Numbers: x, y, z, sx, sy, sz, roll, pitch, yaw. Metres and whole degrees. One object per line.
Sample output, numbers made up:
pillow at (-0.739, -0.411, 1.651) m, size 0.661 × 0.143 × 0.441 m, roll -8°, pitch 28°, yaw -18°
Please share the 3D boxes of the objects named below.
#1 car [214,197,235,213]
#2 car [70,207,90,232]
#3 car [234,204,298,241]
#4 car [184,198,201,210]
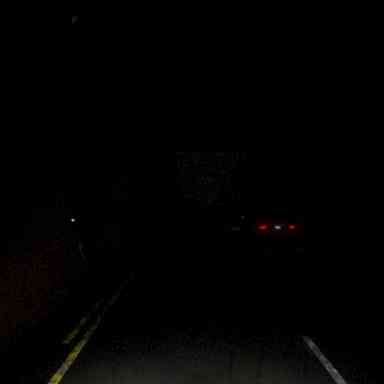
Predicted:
car at (3.607, 1.336, 36.955) m, size 2.097 × 1.767 × 4.553 m, roll 0°, pitch 0°, yaw 0°
car at (-7.097, 1.592, 19.985) m, size 1.895 × 1.301 × 4.718 m, roll 0°, pitch 0°, yaw 0°
car at (3.603, 1.540, 16.462) m, size 2.033 × 1.411 × 5.357 m, roll 0°, pitch 0°, yaw 0°
car at (0.113, 1.507, 41.713) m, size 1.812 × 1.442 × 4.674 m, roll 0°, pitch 0°, yaw 0°
